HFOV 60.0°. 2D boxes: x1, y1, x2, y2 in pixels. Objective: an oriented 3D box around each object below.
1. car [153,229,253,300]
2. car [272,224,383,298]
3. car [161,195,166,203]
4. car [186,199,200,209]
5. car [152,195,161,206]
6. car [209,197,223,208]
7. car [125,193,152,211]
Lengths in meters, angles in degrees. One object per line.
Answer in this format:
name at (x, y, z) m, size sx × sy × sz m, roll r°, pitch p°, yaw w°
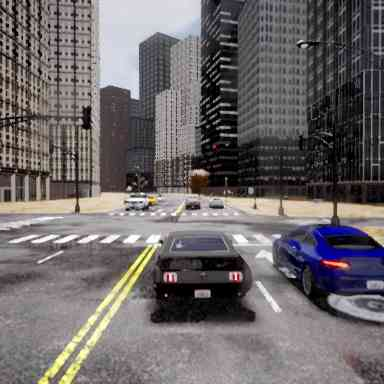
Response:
car at (0.104, 1.592, 8.368) m, size 1.895 × 1.301 × 4.718 m, roll 0°, pitch 0°, yaw -3°
car at (3.347, 1.517, 8.339) m, size 1.812 × 1.442 × 4.674 m, roll 0°, pitch 0°, yaw 1°
car at (-6.553, 1.391, 68.212) m, size 1.812 × 1.442 × 4.674 m, roll 0°, pitch 0°, yaw -1°
car at (0.128, 1.530, 44.693) m, size 1.895 × 1.301 × 4.718 m, roll 0°, pitch 0°, yaw 0°
car at (-6.541, 1.385, 52.887) m, size 1.882 × 1.535 × 5.008 m, roll 0°, pitch 0°, yaw 0°
car at (3.382, 1.449, 47.263) m, size 1.812 × 1.442 × 4.674 m, roll 0°, pitch 0°, yaw 0°
car at (-6.565, 1.162, 40.408) m, size 2.150 × 2.045 × 5.566 m, roll 0°, pitch 0°, yaw 0°
